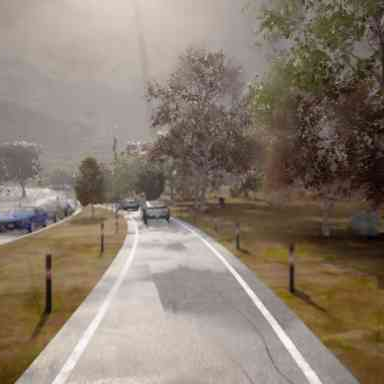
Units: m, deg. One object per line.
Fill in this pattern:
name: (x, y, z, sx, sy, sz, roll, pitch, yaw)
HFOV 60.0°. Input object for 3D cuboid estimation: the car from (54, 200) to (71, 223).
car: (-11.944, 1.690, 27.850, 2.231, 1.521, 4.892, 0, 0, -11)

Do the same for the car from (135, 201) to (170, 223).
car: (-2.806, 1.398, 24.580, 2.128, 1.511, 4.902, -1, 0, -12)

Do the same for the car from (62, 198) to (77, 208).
car: (-20.329, 1.780, 55.168, 2.002, 1.452, 4.674, 1, 0, -23)

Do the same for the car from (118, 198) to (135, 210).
car: (-7.791, 1.451, 40.697, 1.994, 1.385, 4.181, -1, 0, -21)

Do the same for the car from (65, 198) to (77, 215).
car: (-13.222, 1.713, 33.415, 2.097, 1.535, 5.008, 0, -1, -13)

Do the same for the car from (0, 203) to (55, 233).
car: (-10.807, 1.679, 21.625, 2.097, 1.535, 5.008, 0, 0, -9)

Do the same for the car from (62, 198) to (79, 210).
car: (-17.999, 1.710, 49.483, 2.097, 1.535, 5.008, -2, 0, -18)
